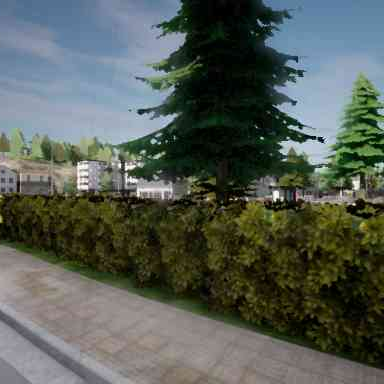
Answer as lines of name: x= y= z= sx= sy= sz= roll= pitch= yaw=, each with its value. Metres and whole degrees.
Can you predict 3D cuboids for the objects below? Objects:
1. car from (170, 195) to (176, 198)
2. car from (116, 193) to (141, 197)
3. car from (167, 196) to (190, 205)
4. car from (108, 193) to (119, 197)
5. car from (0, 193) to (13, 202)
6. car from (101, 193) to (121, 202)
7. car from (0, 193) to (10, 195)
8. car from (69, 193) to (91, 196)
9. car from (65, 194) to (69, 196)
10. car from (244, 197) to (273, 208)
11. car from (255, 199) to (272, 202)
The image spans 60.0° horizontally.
car: x=-1.278 y=1.224 z=38.436 sx=5.566 sy=2.045 sz=2.150 roll=0 pitch=0 yaw=-45
car: x=-9.708 y=1.384 z=53.927 sx=3.806 sy=1.475 sz=1.970 roll=0 pitch=0 yaw=-45
car: x=-2.321 y=1.374 z=56.991 sx=3.633 sy=1.501 sz=1.845 roll=0 pitch=0 yaw=-45
car: x=-15.228 y=1.097 z=70.363 sx=4.605 sy=1.855 sz=1.932 roll=0 pitch=0 yaw=-45
car: x=-41.123 y=1.097 z=71.368 sx=4.605 sy=1.855 sz=1.932 roll=0 pitch=0 yaw=-45
car: x=-17.555 y=1.077 z=72.150 sx=3.866 sy=1.878 sz=1.905 roll=0 pitch=0 yaw=-45
car: x=-23.145 y=1.330 z=40.971 sx=5.027 sy=1.636 sz=2.152 roll=0 pitch=0 yaw=-45
car: x=-26.509 y=1.154 z=81.290 sx=5.027 sy=1.636 sz=2.152 roll=0 pitch=0 yaw=-45
car: x=-31.230 y=1.232 z=85.648 sx=3.806 sy=1.475 sz=1.970 roll=0 pitch=0 yaw=-45
car: x=9.870 y=1.542 z=49.444 sx=4.892 sy=1.490 sz=1.837 roll=0 pitch=0 yaw=-45
car: x=9.885 y=1.478 z=44.371 sx=5.008 sy=1.535 sz=1.882 roll=0 pitch=0 yaw=-45
